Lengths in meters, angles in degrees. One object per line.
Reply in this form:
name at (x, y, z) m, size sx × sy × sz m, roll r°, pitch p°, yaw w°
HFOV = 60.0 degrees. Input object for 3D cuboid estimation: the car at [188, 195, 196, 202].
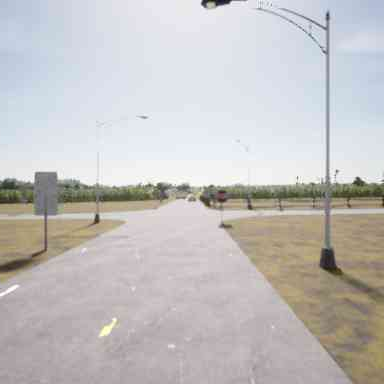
car at (0.016, 1.528, 78.821) m, size 1.882 × 1.535 × 5.008 m, roll 0°, pitch 0°, yaw 0°

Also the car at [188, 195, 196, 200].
car at (0.019, 1.480, 89.244) m, size 2.128 × 1.511 × 4.902 m, roll 0°, pitch 0°, yaw 0°

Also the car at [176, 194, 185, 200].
car at (-2.733, 1.223, 83.410) m, size 1.812 × 1.442 × 4.674 m, roll 0°, pitch 0°, yaw 0°
